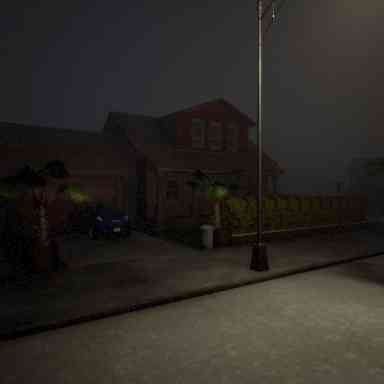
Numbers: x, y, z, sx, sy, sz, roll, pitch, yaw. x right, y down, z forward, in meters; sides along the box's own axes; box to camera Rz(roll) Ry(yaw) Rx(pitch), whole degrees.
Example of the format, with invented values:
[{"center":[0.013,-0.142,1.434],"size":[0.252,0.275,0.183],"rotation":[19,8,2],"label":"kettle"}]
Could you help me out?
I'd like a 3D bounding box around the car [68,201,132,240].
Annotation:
[{"center":[-4.076,1.174,14.562],"size":[1.845,1.501,3.633],"rotation":[0,0,-38],"label":"car"}]
